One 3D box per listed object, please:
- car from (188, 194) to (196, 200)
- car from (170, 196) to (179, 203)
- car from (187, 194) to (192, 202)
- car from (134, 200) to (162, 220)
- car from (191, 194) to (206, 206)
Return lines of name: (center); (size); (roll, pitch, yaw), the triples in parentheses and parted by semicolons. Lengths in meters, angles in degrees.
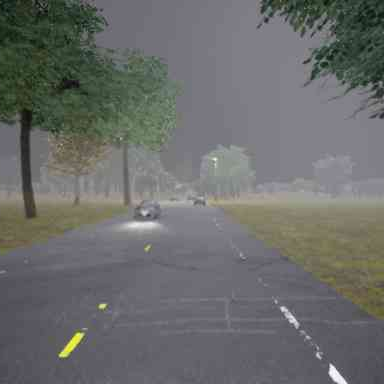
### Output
car: (-0.027, 1.315, 88.833); (1.994, 1.385, 4.181); (0, 0, 0)
car: (-3.521, 1.459, 68.315); (2.033, 1.411, 5.357); (0, 0, 0)
car: (-0.022, 1.144, 72.038); (2.097, 1.767, 4.553); (0, 0, 0)
car: (-3.603, 1.437, 27.687); (2.128, 1.511, 4.902); (0, 0, 0)
car: (1.209, 1.451, 52.608); (1.812, 1.442, 4.674); (0, 0, 0)
